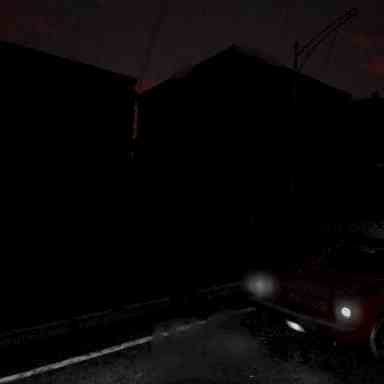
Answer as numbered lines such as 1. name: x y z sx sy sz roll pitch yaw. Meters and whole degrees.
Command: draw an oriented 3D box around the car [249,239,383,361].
1. car: 3.264 1.605 6.047 4.718 1.301 1.895 0 0 -36
